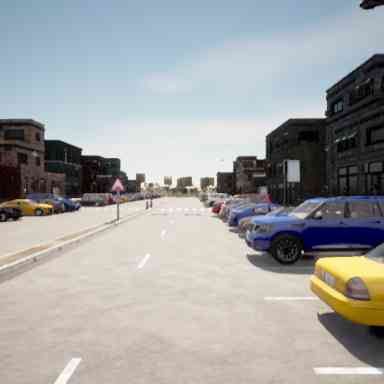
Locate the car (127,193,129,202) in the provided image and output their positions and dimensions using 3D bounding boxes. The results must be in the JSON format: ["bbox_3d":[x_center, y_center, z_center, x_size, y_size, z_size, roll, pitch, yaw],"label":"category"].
[{"bbox_3d":[-15.680,1.393,67.457,4.553,1.767,2.185,0,0,0],"label":"car"}]

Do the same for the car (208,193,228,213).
[{"bbox_3d":[4.580,1.246,30.317,5.566,2.045,2.435,0,0,0],"label":"car"}]

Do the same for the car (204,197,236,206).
[{"bbox_3d":[4.576,1.544,55.013,5.008,1.535,2.097,0,0,0],"label":"car"}]

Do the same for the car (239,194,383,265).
[{"bbox_3d":[4.600,1.185,11.015,5.566,2.045,2.435,0,0,0],"label":"car"}]

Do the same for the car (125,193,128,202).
[{"bbox_3d":[-15.643,1.516,64.678,5.008,1.535,2.097,0,0,0],"label":"car"}]

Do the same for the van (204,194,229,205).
[{"bbox_3d":[4.459,1.321,60.654,4.442,1.987,1.878,0,0,0],"label":"van"}]

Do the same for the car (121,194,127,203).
[{"bbox_3d":[-15.462,1.511,61.899,5.366,1.575,1.946,0,0,0],"label":"car"}]

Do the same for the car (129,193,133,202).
[{"bbox_3d":[-15.646,1.521,70.239,5.008,1.535,2.097,0,0,0],"label":"car"}]

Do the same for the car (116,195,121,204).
[{"bbox_3d":[-15.649,1.552,59.119,4.674,1.452,2.002,0,0,0],"label":"car"}]

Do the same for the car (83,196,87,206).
[{"bbox_3d":[-15.612,1.517,39.663,4.792,1.488,2.163,0,0,0],"label":"car"}]

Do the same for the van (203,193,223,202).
[{"bbox_3d":[4.678,1.328,74.443,4.442,1.987,1.878,0,0,0],"label":"van"}]

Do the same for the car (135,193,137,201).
[{"bbox_3d":[-15.620,1.403,75.794,4.553,1.767,2.185,0,0,0],"label":"car"}]

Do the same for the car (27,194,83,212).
[{"bbox_3d":[-15.612,1.231,36.883,5.566,2.045,2.435,0,0,0],"label":"car"}]

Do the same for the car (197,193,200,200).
[{"bbox_3d":[4.580,1.318,82.714,5.566,2.045,2.435,0,0,0],"label":"car"}]

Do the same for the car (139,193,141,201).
[{"bbox_3d":[-15.650,1.581,81.353,4.674,1.452,2.002,0,0,0],"label":"car"}]

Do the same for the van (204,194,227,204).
[{"bbox_3d":[4.686,1.322,66.170,4.442,1.987,1.878,0,0,0],"label":"van"}]

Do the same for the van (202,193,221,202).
[{"bbox_3d":[4.671,1.338,79.956,4.442,1.987,1.878,0,0,0],"label":"van"}]

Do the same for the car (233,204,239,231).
[{"bbox_3d":[4.625,1.490,16.529,4.674,1.452,2.002,0,0,0],"label":"car"}]

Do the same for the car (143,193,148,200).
[{"bbox_3d":[-15.627,1.317,89.691,5.566,2.045,2.435,0,0,0],"label":"car"}]

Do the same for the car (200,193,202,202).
[{"bbox_3d":[4.607,1.295,57.896,5.566,2.045,2.435,0,0,0],"label":"car"}]

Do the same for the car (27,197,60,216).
[{"bbox_3d":[-15.644,1.472,31.324,5.008,1.535,2.097,0,0,0],"label":"car"}]

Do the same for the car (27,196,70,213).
[{"bbox_3d":[-15.633,1.478,34.104,4.892,1.521,2.231,0,0,0],"label":"car"}]

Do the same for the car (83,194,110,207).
[{"bbox_3d":[-15.638,1.504,50.781,4.892,1.521,2.231,0,0,0],"label":"car"}]

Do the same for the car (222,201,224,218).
[{"bbox_3d":[4.614,1.508,22.043,4.674,1.452,2.002,0,0,0],"label":"car"}]

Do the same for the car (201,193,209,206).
[{"bbox_3d":[4.616,1.289,49.621,5.566,2.045,2.435,0,0,0],"label":"car"}]

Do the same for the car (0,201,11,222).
[{"bbox_3d":[-15.681,1.484,22.993,4.792,1.488,2.163,0,0,0],"label":"car"}]

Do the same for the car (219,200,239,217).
[{"bbox_3d":[4.611,1.518,24.931,4.674,1.452,2.002,0,0,0],"label":"car"}]

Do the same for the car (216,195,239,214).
[{"bbox_3d":[4.579,1.362,27.559,4.553,1.767,2.185,0,0,0],"label":"car"}]

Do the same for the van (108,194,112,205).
[{"bbox_3d":[-15.762,1.281,53.561,4.442,1.987,1.878,0,0,0],"label":"van"}]

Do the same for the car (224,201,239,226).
[{"bbox_3d":[4.614,1.458,19.286,5.008,1.535,2.097,0,0,0],"label":"car"}]

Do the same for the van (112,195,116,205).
[{"bbox_3d":[-15.763,1.284,56.340,4.442,1.987,1.878,0,0,0],"label":"van"}]

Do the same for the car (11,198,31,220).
[{"bbox_3d":[-15.650,1.460,25.649,5.008,1.535,2.097,0,0,0],"label":"car"}]

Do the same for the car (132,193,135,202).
[{"bbox_3d":[-15.657,1.526,73.015,4.892,1.521,2.231,0,0,0],"label":"car"}]

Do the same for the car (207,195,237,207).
[{"bbox_3d":[4.615,1.417,52.257,4.553,1.767,2.185,0,0,0],"label":"car"}]

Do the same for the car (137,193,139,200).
[{"bbox_3d":[-15.621,1.409,78.574,4.553,1.767,2.185,0,0,0],"label":"car"}]

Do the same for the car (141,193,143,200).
[{"bbox_3d":[-15.648,1.550,84.132,4.892,1.521,2.231,0,0,0],"label":"car"}]

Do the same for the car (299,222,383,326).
[{"bbox_3d":[4.820,1.424,5.502,5.366,1.575,1.946,0,0,0],"label":"car"}]
